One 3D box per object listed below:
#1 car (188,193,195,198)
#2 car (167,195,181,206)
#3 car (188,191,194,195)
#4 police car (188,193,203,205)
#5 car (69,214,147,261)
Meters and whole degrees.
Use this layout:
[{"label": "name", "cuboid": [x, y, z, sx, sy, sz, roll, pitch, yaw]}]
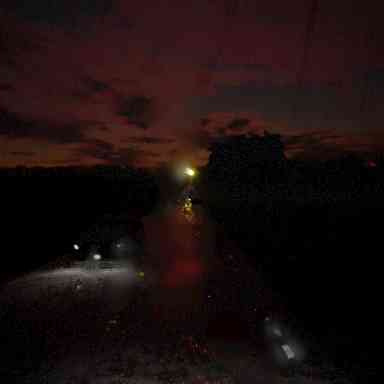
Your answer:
[{"label": "car", "cuboid": [-0.054, 0.962, 90.823, 1.895, 1.301, 4.718, 0, 1, 0]}, {"label": "car", "cuboid": [-2.850, 1.345, 54.767, 2.097, 1.767, 4.553, 0, 0, 0]}, {"label": "car", "cuboid": [0.780, 1.135, 73.287, 2.097, 1.767, 4.553, 0, 1, 0]}, {"label": "police car", "cuboid": [0.790, 1.394, 57.427, 1.930, 1.638, 5.238, 0, 0, 0]}, {"label": "car", "cuboid": [-2.857, 1.578, 12.667, 2.033, 1.411, 5.357, 0, 0, 0]}]
